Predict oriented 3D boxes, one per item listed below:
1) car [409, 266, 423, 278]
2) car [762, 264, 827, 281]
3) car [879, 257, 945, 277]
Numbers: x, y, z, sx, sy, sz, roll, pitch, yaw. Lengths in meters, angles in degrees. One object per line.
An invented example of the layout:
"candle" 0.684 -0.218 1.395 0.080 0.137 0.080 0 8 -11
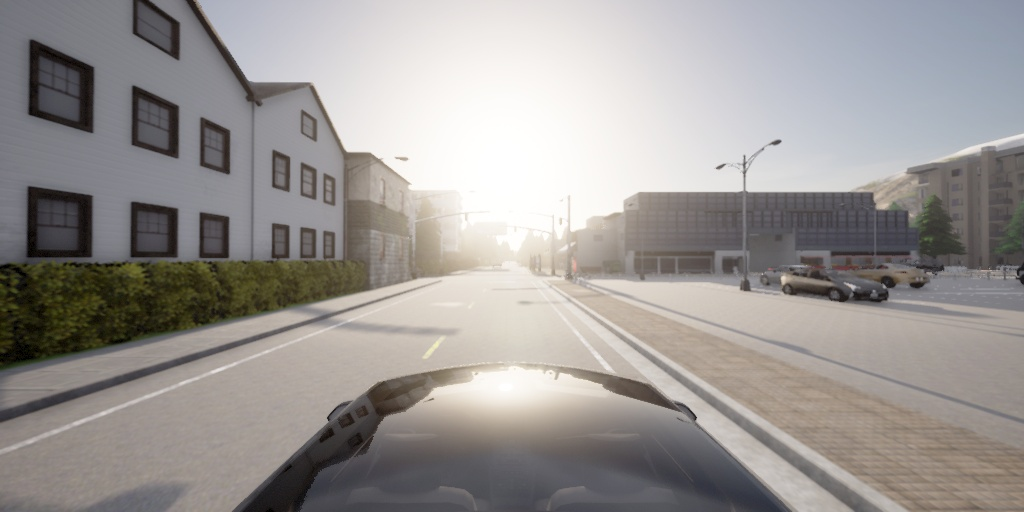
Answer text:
"car" -12.020 1.474 38.981 4.553 1.767 2.097 0 -1 0
"car" 30.691 1.644 39.105 4.902 1.511 2.128 0 -1 0
"car" 47.851 1.187 42.660 5.566 2.045 2.150 0 -1 0
